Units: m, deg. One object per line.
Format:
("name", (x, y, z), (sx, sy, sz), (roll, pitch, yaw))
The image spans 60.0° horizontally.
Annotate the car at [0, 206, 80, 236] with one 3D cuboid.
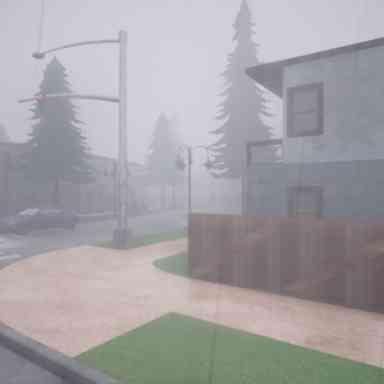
("car", (-8.379, 1.495, 18.317), (1.812, 1.442, 4.674), (0, 0, 31))
